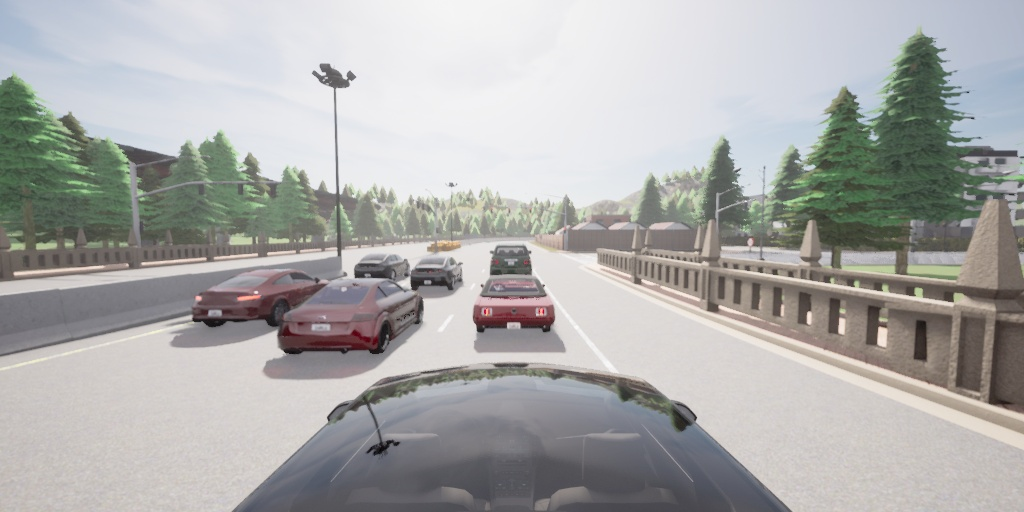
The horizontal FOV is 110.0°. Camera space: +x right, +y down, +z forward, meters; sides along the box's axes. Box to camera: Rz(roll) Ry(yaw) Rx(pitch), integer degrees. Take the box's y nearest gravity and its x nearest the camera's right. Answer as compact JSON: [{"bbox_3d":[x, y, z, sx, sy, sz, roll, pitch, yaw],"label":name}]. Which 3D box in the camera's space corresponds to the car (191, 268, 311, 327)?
[{"bbox_3d":[-6.979,1.088,10.690,1.812,1.442,4.674,0,2,-1],"label":"car"}]

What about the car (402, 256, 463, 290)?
[{"bbox_3d":[-3.544,0.717,17.359,1.837,1.490,4.892,0,3,-1],"label":"car"}]

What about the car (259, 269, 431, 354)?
[{"bbox_3d":[-3.462,1.203,8.482,1.994,1.385,4.181,0,2,0],"label":"car"}]

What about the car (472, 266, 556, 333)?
[{"bbox_3d":[0.027,1.183,10.182,1.895,1.301,4.718,0,2,-1],"label":"car"}]

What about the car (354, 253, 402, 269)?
[{"bbox_3d":[-7.068,0.569,19.883,1.837,1.490,4.892,0,3,-1],"label":"car"}]

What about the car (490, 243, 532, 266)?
[{"bbox_3d":[-0.067,0.290,19.894,2.150,2.045,5.566,0,3,-1],"label":"car"}]
